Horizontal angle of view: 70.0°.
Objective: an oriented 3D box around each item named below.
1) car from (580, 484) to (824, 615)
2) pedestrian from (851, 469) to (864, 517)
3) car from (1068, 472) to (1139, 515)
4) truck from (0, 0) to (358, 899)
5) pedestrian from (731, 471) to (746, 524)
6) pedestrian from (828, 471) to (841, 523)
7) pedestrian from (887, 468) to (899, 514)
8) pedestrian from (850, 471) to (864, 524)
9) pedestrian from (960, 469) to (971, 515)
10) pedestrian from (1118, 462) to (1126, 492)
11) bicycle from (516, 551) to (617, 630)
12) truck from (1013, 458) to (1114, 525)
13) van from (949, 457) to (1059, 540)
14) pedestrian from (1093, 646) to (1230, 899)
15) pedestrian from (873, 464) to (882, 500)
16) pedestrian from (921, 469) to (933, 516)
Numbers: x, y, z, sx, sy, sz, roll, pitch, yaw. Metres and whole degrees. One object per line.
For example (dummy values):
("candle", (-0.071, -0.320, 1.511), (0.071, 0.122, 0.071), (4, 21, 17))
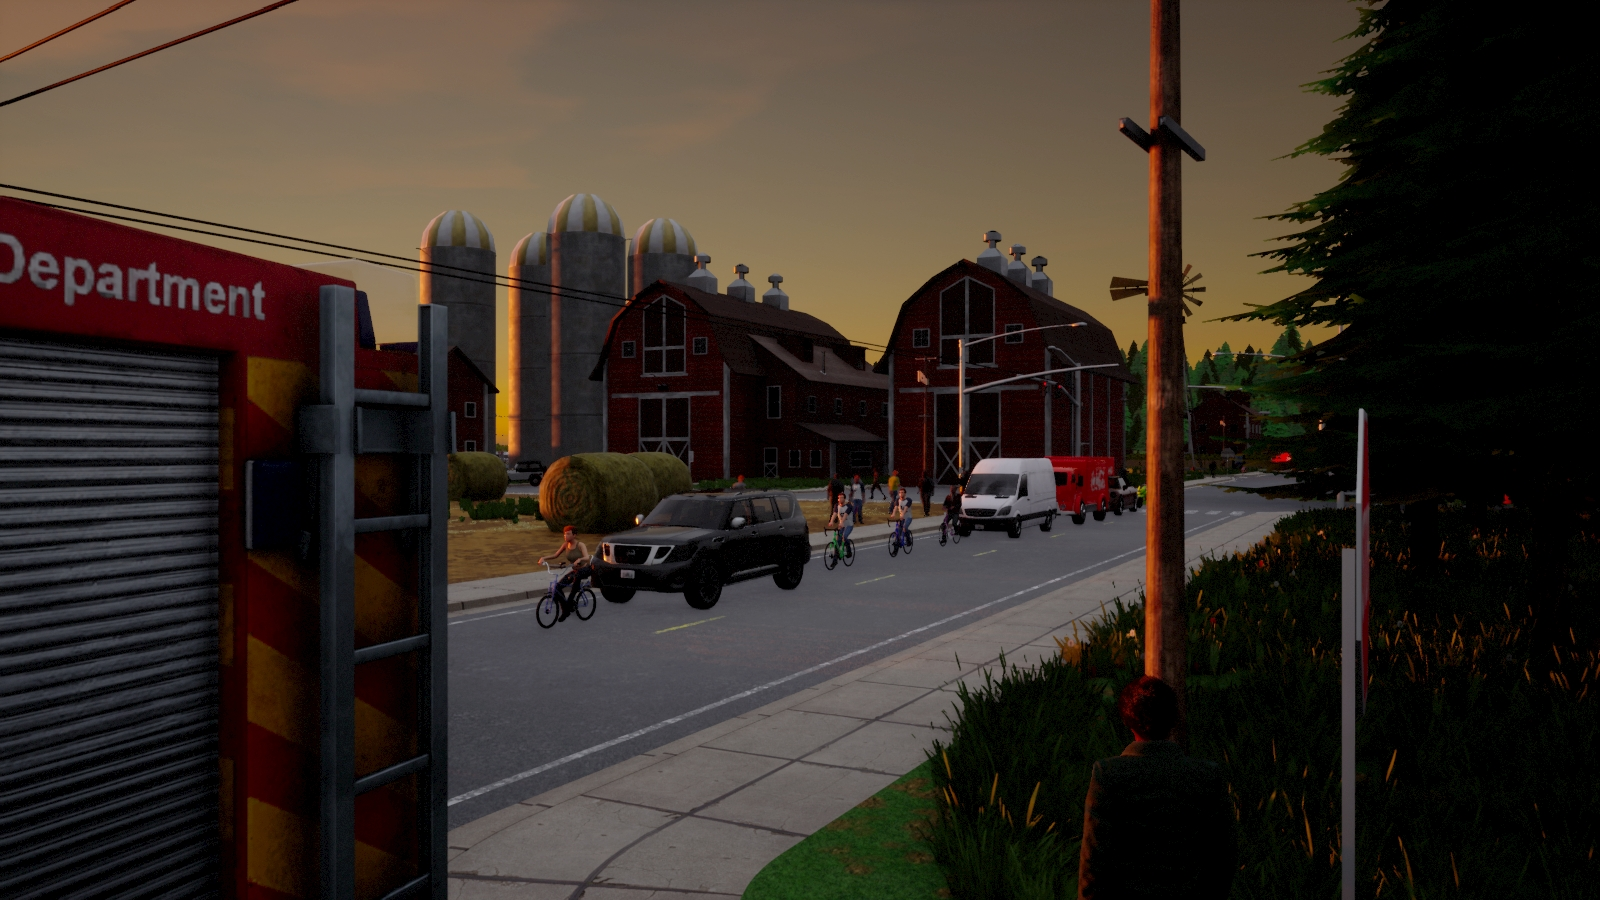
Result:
("car", (-1.713, 1.779, 22.406), (2.150, 2.045, 5.566), (0, 0, 27))
("pedestrian", (2.254, 1.676, 44.757), (0.375, 1.860, 0.375), (0, 0, -43))
("car", (13.635, 1.903, 51.213), (2.097, 1.767, 4.553), (0, 0, 28))
("truck", (-5.944, 0.867, 3.833), (8.468, 3.827, 2.891), (0, 0, 19))
("pedestrian", (-2.176, 1.676, 40.640), (0.375, 1.860, 0.375), (0, 0, 33))
("pedestrian", (1.249, 1.683, 41.003), (0.375, 1.860, 0.375), (0, 0, 19))
("pedestrian", (3.823, 1.678, 46.964), (0.375, 1.860, 0.375), (0, 0, -44))
("pedestrian", (2.035, 1.687, 40.547), (0.375, 1.860, 0.375), (0, 0, 27))
("pedestrian", (6.720, 1.696, 46.282), (0.375, 1.860, 0.375), (0, 0, 20))
("pedestrian", (20.258, 1.696, 71.903), (0.375, 1.860, 0.375), (0, 0, 28))
("bicycle", (-3.779, 2.256, 18.557), (0.859, 1.080, 1.487), (0, 0, 28))
("truck", (10.539, 1.568, 45.363), (2.627, 2.467, 5.204), (0, 0, 28))
("van", (7.054, 1.534, 38.933), (1.988, 2.561, 5.915), (0, 0, 28))
("pedestrian", (1.281, 1.663, 4.089), (0.375, 1.860, 0.375), (0, 0, 1))
("pedestrian", (4.045, 1.670, 59.575), (0.375, 1.860, 0.375), (0, 0, 22))
("pedestrian", (5.059, 1.695, 45.568), (0.375, 1.860, 0.375), (0, 0, 30))
